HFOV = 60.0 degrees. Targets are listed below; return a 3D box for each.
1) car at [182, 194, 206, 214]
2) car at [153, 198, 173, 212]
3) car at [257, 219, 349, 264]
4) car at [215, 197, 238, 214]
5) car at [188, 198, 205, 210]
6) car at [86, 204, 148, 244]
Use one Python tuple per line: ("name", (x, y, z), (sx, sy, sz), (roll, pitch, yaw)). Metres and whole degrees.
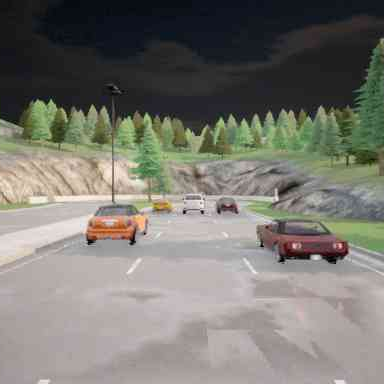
("car", (0.153, 1.221, 35.256), (2.150, 2.045, 5.566), (0, 0, 0))
("car", (-3.275, 1.478, 37.987), (1.882, 1.535, 5.008), (0, 0, 2))
("car", (3.605, 1.601, 11.856), (1.895, 1.301, 4.718), (0, 0, 0))
("car", (3.663, 1.353, 35.839), (2.097, 1.767, 4.553), (0, 0, 1))
("car", (0.669, 1.564, 44.602), (1.994, 1.385, 4.181), (0, 0, 6))
("car", (-3.394, 1.352, 15.870), (2.097, 1.767, 4.553), (0, 0, 0))
